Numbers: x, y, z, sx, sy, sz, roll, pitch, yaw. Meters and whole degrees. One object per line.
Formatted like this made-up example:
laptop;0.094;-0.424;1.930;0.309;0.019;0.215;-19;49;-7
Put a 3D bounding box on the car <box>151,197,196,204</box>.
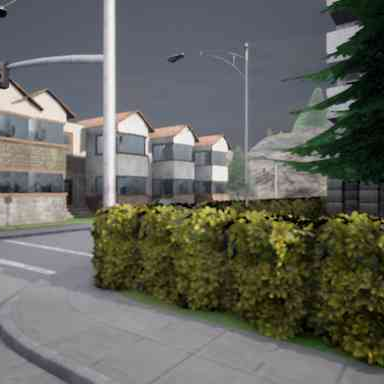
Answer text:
car;-1.701;1.399;23.732;2.150;2.045;5.566;0;0;35
